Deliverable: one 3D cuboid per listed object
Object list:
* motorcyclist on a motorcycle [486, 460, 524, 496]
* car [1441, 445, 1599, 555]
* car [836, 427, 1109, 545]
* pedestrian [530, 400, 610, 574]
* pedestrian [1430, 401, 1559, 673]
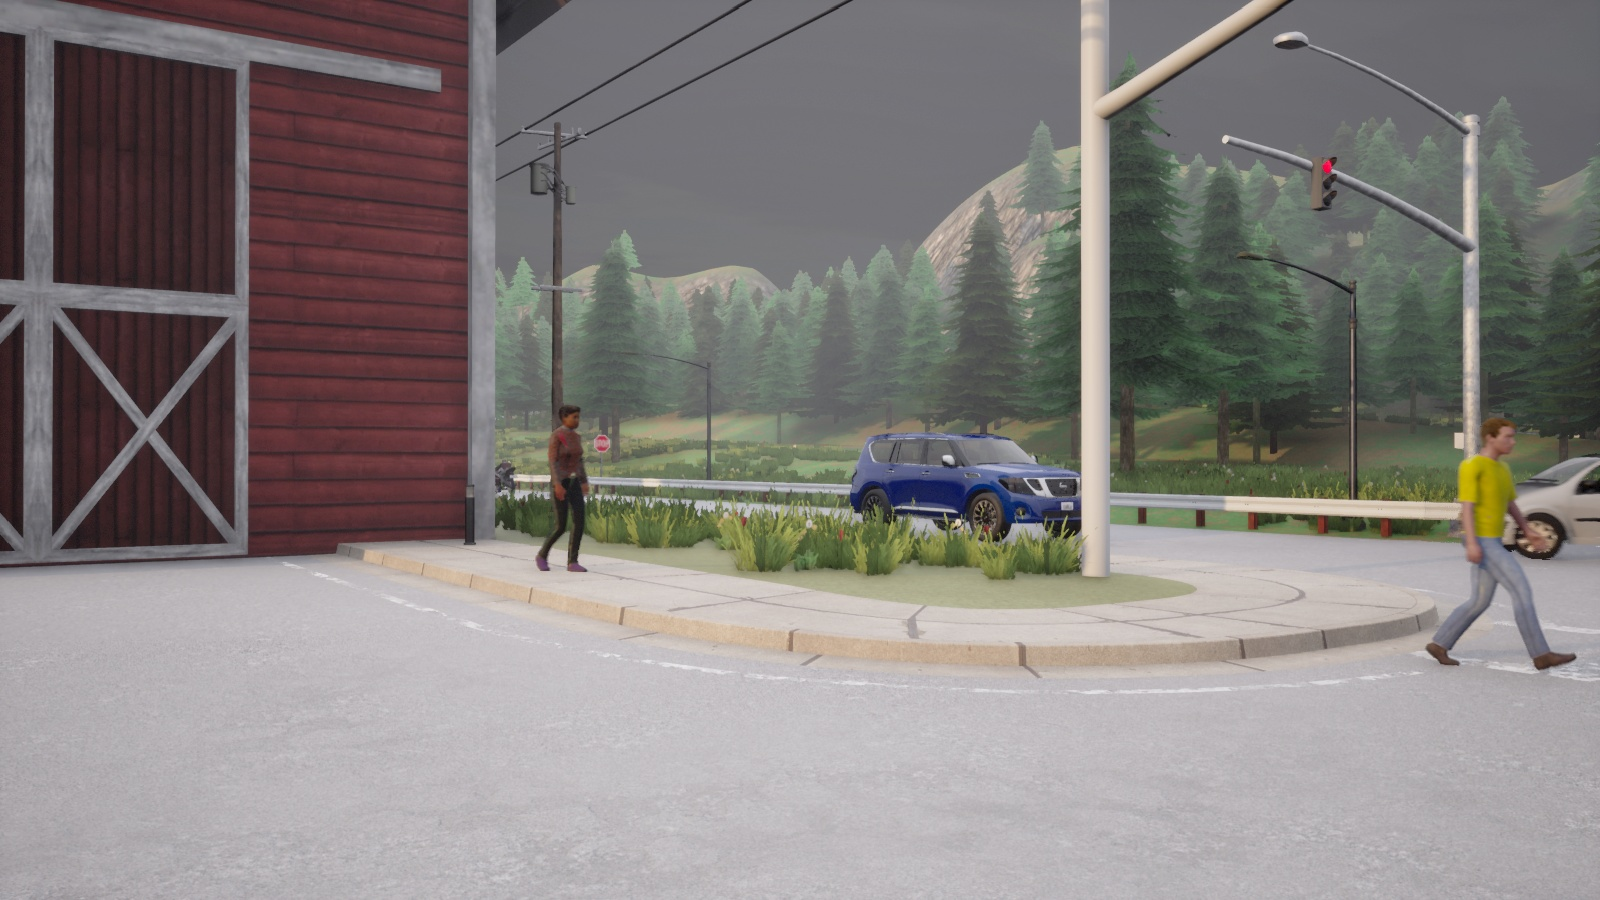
[{"bbox_3d":[-12.963,1.226,55.141,0.866,1.530,2.191,0,0,-34],"label":"motorcyclist on a motorcycle"},{"bbox_3d":[12.321,0.742,19.334,3.988,1.617,1.851,0,0,9],"label":"car"},{"bbox_3d":[3.206,0.646,24.696,2.150,2.045,5.566,0,0,-34],"label":"car"},{"bbox_3d":[-2.464,0.387,13.439,0.869,1.805,0.328,-1,0,36],"label":"pedestrian"},{"bbox_3d":[4.907,0.592,8.883,0.354,1.836,0.706,0,0,-40],"label":"pedestrian"}]
